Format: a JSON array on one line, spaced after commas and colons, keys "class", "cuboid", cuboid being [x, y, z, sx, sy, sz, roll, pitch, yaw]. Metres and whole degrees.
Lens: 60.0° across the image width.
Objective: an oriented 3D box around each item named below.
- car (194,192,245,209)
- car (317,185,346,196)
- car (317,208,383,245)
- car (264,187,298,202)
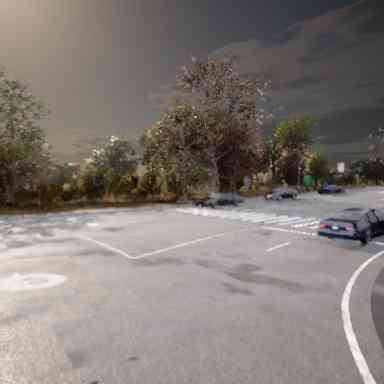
[{"class": "car", "cuboid": [2.729, 0.731, 31.779, 5.357, 1.411, 2.033, -3, 4, -41]}, {"class": "car", "cuboid": [19.284, -0.223, 46.008, 4.718, 1.301, 1.895, -4, 4, -40]}, {"class": "car", "cuboid": [8.020, 1.478, 15.767, 5.357, 1.411, 2.033, -3, 4, -40]}, {"class": "car", "cuboid": [10.290, 0.230, 38.287, 4.902, 1.511, 2.128, -4, 4, -41]}]
